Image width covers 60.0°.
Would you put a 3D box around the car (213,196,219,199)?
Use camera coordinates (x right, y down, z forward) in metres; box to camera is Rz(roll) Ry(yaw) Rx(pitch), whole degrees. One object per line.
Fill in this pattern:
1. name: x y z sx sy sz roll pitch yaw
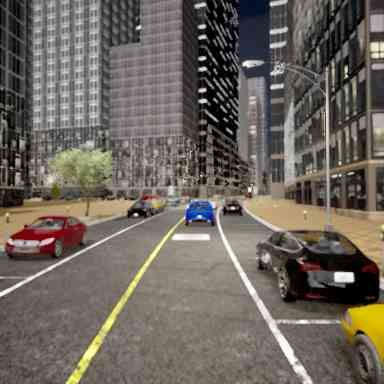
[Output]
1. car: 2.057 1.456 40.354 1.895 1.301 4.718 0 0 6

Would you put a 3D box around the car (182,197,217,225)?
1. car: 0.607 1.390 23.250 1.882 1.535 5.008 0 0 3

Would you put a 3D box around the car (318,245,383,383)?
1. car: 2.710 1.508 2.256 1.752 1.417 4.829 1 0 -1

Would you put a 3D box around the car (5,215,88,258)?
1. car: -5.255 1.552 12.621 1.802 1.307 4.206 1 0 1

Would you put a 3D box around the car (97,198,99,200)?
1. car: -20.998 1.654 84.614 4.403 1.369 2.008 -1 -1 18

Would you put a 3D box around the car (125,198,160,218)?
1. car: -4.435 1.483 29.436 1.947 1.339 4.313 1 0 4

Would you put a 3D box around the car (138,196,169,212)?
1. car: -3.984 1.427 34.746 1.752 1.417 4.829 1 0 5

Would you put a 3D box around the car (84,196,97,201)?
1. car: -26.489 1.681 86.369 4.829 1.417 1.752 -1 -1 18

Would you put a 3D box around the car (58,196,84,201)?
1. car: -28.712 1.591 78.807 4.403 1.369 2.008 -1 -1 18

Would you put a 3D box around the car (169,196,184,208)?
1. car: -2.757 1.419 45.804 2.008 1.369 4.403 1 0 7

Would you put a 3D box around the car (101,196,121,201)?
1. car: -18.060 1.489 75.402 4.403 1.369 2.008 -1 -1 18

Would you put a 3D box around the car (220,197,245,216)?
1. car: 3.735 1.440 31.030 1.947 1.339 4.313 1 0 5

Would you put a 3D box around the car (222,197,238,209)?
1. car: 4.885 1.380 42.301 1.887 1.381 4.507 1 0 7

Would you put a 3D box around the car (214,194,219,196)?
1. car: 6.907 1.302 92.856 1.752 1.417 4.829 1 0 16

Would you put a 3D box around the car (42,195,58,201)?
1. car: -34.039 1.532 80.511 4.097 1.590 1.967 -1 -1 18

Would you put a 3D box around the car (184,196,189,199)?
1. car: -1.184 1.390 56.505 2.008 1.369 4.403 1 0 9

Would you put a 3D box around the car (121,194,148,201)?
1. car: -12.733 1.453 73.700 4.313 1.339 1.947 -1 -1 18

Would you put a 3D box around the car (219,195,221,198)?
1. car: 4.262 1.295 36.693 1.967 1.590 4.097 1 0 6

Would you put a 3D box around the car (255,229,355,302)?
1. car: 2.695 1.526 7.933 1.947 1.339 4.313 1 0 1

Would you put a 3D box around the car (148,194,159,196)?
1. car: -10.342 1.316 81.211 5.009 1.841 2.192 -1 -1 18
